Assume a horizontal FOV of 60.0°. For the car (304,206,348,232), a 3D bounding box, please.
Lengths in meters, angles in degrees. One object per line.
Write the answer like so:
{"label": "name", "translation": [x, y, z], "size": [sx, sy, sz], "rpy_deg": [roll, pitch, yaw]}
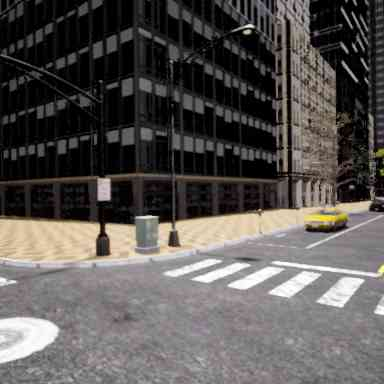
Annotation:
{"label": "car", "translation": [8.277, 1.554, 20.450], "size": [1.752, 1.417, 4.829], "rpy_deg": [-1, -1, 37]}

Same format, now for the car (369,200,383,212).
{"label": "car", "translation": [21.803, 1.566, 38.710], "size": [1.947, 1.339, 4.313], "rpy_deg": [-1, -1, 37]}
